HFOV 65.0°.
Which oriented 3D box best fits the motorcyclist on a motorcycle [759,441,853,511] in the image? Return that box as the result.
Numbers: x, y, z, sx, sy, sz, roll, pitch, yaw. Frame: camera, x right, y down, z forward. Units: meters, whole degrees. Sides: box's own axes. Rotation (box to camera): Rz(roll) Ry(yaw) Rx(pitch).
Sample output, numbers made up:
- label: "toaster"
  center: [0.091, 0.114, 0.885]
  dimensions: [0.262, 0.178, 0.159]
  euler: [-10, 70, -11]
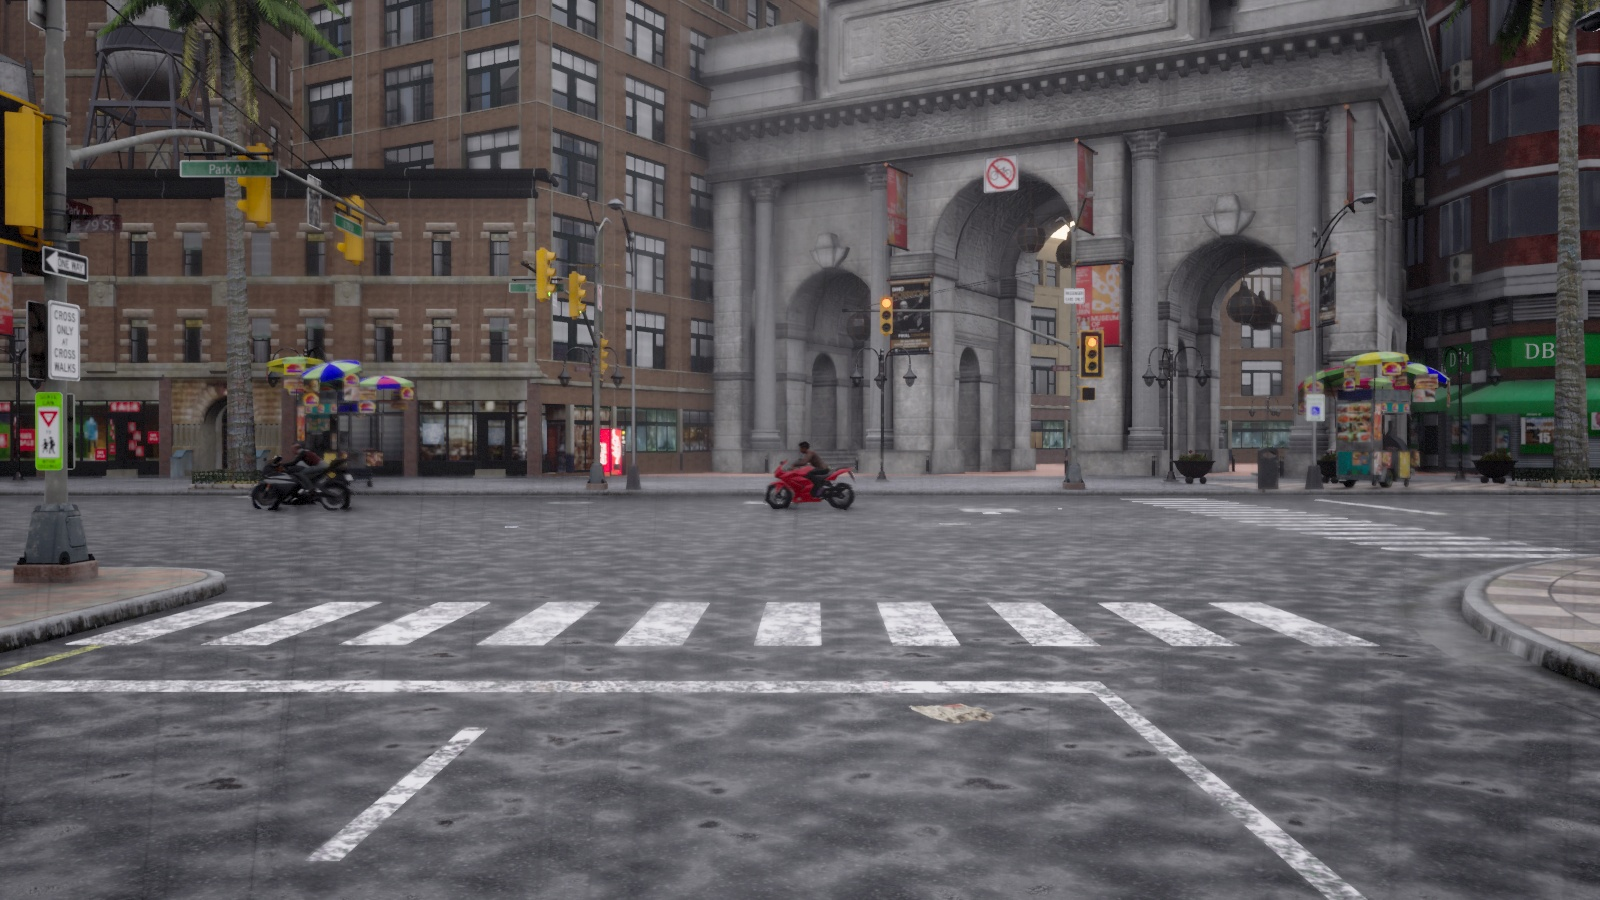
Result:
- label: "motorcyclist on a motorcycle"
  center: [0.141, 0.572, 27.812]
  dimensions: [2.044, 1.523, 0.797]
  euler: [0, 0, 1]

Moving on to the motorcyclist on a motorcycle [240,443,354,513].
- label: "motorcyclist on a motorcycle"
  center: [-11.192, 0.615, 27.972]
  dimensions: [2.191, 1.530, 0.866]
  euler: [0, 0, 1]
